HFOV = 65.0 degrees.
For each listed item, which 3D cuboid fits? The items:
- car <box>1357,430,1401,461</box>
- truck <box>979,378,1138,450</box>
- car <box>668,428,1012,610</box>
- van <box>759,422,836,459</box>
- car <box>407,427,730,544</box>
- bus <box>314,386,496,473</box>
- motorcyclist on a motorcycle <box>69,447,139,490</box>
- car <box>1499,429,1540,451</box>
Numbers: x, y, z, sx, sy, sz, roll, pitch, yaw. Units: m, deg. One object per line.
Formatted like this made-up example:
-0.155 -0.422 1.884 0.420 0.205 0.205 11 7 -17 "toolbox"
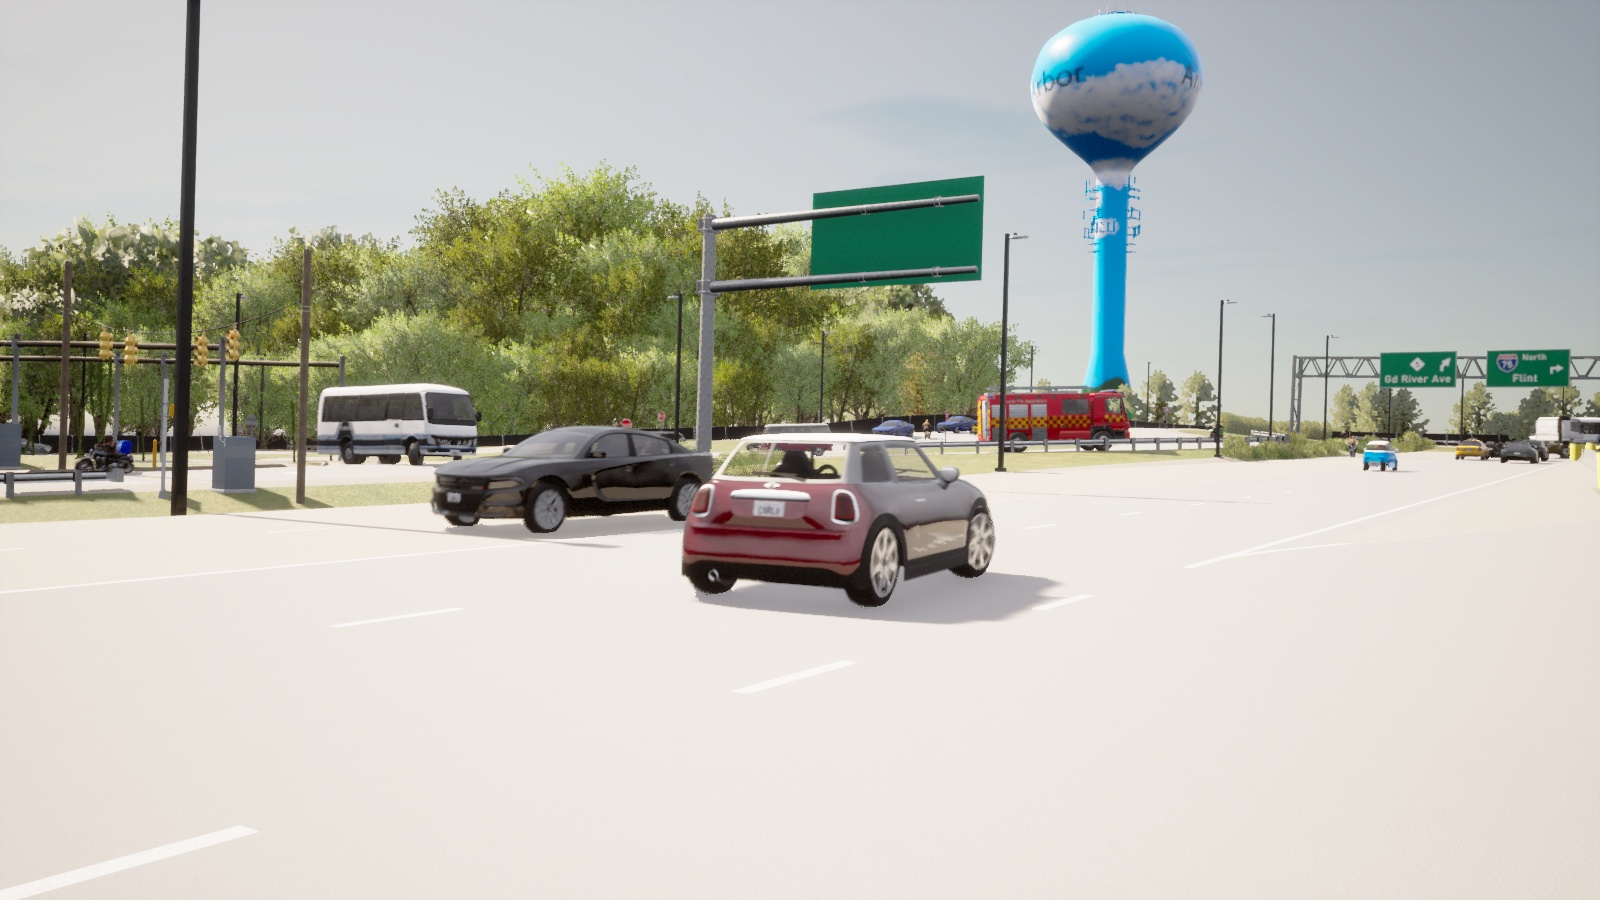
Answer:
26.540 -0.218 57.567 1.481 1.376 2.207 1 2 34 "car"
15.023 -2.089 73.270 8.468 3.827 2.891 -2 1 -6 "truck"
0.564 0.522 12.333 1.970 1.475 3.806 0 1 26 "car"
-0.191 -0.575 74.932 4.442 1.987 1.775 -2 0 -2 "van"
-3.339 0.423 19.204 1.882 1.535 5.008 1 1 34 "car"
-21.071 -0.953 66.630 10.273 4.253 3.944 -1 -1 37 "bus"
-28.200 0.721 50.908 0.766 1.649 2.350 0 2 33 "motorcyclist on a motorcycle"
46.436 -0.674 81.007 1.994 1.385 4.181 1 1 33 "car"
